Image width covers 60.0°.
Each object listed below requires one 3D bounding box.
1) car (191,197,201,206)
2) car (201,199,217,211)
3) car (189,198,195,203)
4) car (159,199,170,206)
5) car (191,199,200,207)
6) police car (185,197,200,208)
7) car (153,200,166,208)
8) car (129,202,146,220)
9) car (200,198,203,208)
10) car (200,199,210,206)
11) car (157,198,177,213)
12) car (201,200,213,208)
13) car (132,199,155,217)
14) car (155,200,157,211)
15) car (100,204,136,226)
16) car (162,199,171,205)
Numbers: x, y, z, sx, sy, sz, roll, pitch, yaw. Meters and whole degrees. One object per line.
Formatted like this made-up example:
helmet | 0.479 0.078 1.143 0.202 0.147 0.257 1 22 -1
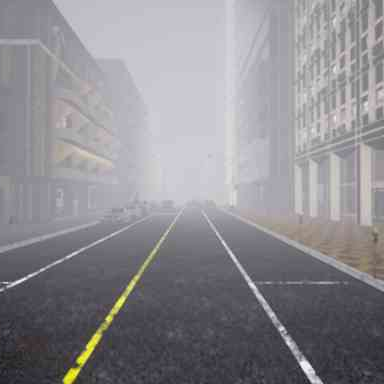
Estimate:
car | 0.872 2.099 74.616 2.097 1.767 4.553 0 -1 0
car | 2.672 1.999 48.009 1.752 1.417 4.829 0 -1 0
car | -0.034 2.412 94.322 1.812 1.442 4.674 0 -1 0
car | -5.717 2.269 70.428 1.947 1.339 4.313 0 -1 0
car | 0.756 2.190 68.663 1.837 1.490 4.892 0 -1 1
police car | 0.226 2.006 58.633 1.930 1.638 5.238 0 -1 -18
car | -5.713 2.137 59.131 2.008 1.369 4.403 0 -1 0
car | -5.702 1.882 30.890 1.802 1.307 4.206 0 -1 0
car | 2.670 1.969 53.487 1.967 1.590 4.097 0 -1 0
car | 2.664 2.269 70.431 1.947 1.339 4.313 0 -1 0
car | -3.104 1.786 44.262 2.097 1.767 4.553 0 0 0
car | 2.667 2.137 59.135 2.008 1.369 4.403 0 -1 0
car | -5.705 1.672 36.541 2.192 1.841 5.009 0 -1 0
car | -5.708 1.911 47.837 1.967 1.590 4.097 0 -1 0
car | -5.700 1.825 25.241 1.802 1.307 4.206 0 -1 0
car | -5.719 2.286 75.907 1.752 1.417 4.829 0 -1 0
